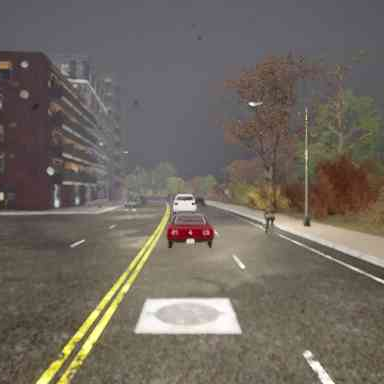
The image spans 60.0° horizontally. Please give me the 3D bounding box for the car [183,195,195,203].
[{"bbox_3d":[-0.700,1.450,72.716,2.097,1.767,4.553,0,0,-6],"label":"car"}]

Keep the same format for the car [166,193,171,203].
[{"bbox_3d":[-4.110,1.623,74.036,2.128,1.511,4.902,0,0,-6],"label":"car"}]

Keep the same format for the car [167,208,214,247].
[{"bbox_3d":[-0.111,1.626,15.180,1.895,1.301,4.718,0,0,-1],"label":"car"}]

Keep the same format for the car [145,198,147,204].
[{"bbox_3d":[-9.651,1.623,64.114,1.812,1.442,4.674,0,0,-5],"label":"car"}]

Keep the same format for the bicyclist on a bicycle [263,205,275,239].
[{"bbox_3d":[3.893,1.479,16.718,0.582,1.620,1.656,0,0,-1],"label":"bicyclist on a bicycle"}]

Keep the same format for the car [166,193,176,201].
[{"bbox_3d":[-5.277,1.235,84.042,2.150,2.045,5.566,0,0,-7],"label":"car"}]

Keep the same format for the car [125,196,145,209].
[{"bbox_3d":[-8.343,1.430,47.538,2.097,1.767,4.553,0,0,-4],"label":"car"}]

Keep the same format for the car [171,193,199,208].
[{"bbox_3d":[-0.798,1.276,33.644,2.150,2.045,5.566,0,0,-3],"label":"car"}]

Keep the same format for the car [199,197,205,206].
[{"bbox_3d":[1.027,1.583,55.235,1.837,1.490,4.892,0,0,-5],"label":"car"}]

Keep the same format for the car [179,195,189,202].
[{"bbox_3d":[-2.035,1.583,84.289,1.882,1.535,5.008,0,0,-7],"label":"car"}]
